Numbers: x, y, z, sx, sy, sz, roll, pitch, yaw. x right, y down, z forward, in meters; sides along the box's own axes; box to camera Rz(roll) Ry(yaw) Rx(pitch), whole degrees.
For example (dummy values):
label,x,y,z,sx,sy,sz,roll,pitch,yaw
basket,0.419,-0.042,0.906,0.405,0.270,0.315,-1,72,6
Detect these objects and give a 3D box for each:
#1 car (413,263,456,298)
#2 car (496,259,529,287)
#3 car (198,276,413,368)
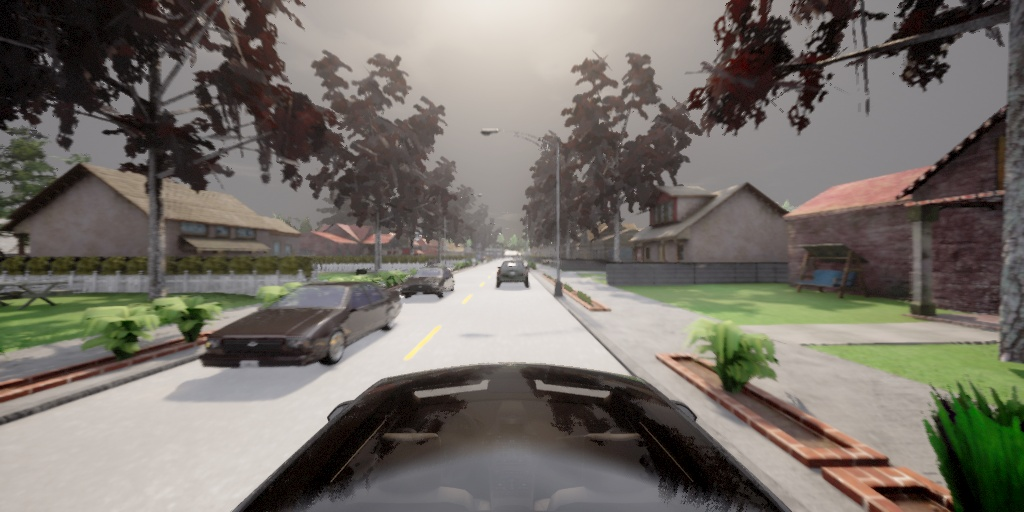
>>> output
label,x,y,z,sx,sy,sz,roll,pitch,yaw
car,-4.090,1.278,18.524,2.033,1.411,5.357,0,0,0
car,0.043,1.057,24.239,2.097,1.767,4.553,0,0,0
car,-4.105,1.298,8.257,2.033,1.411,5.357,0,0,0
